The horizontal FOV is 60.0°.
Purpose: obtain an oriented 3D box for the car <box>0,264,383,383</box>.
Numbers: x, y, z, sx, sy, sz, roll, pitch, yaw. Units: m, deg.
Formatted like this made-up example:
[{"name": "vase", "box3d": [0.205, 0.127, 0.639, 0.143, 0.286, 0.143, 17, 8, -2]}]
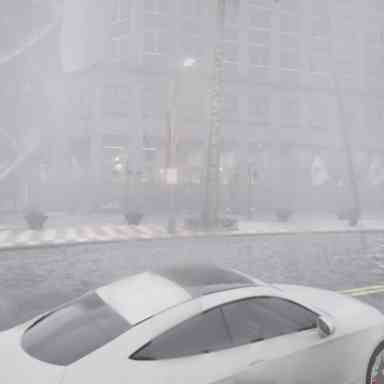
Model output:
[{"name": "car", "box3d": [0.280, 1.539, 3.483, 4.674, 1.442, 1.812, 0, 0, -32]}]
